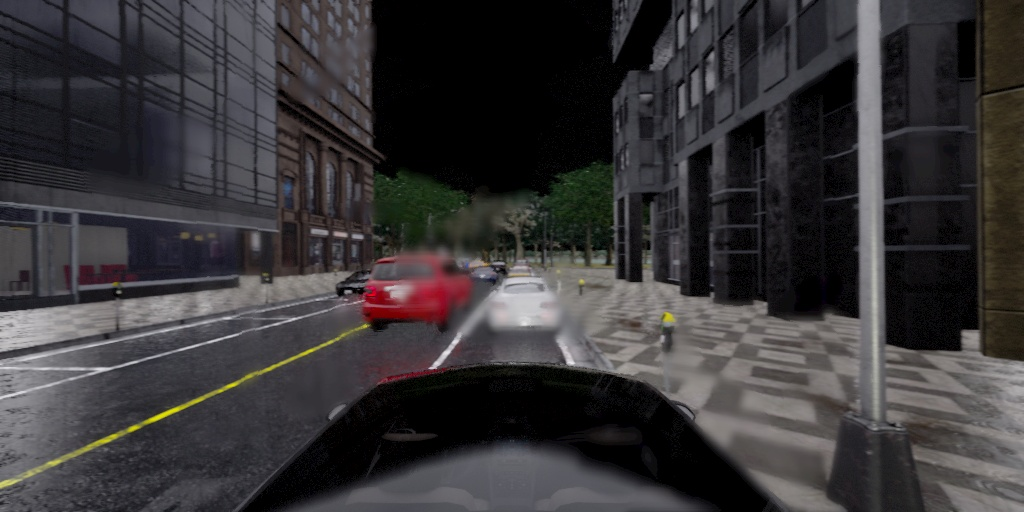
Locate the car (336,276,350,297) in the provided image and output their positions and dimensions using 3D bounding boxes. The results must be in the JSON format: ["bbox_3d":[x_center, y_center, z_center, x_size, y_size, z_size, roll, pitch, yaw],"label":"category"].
[{"bbox_3d":[-8.160,1.454,20.230,1.948,1.339,4.313,0,0,2],"label":"car"}]

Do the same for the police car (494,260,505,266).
[{"bbox_3d":[-1.555,1.339,42.770,1.930,1.638,5.238,-1,0,2],"label":"police car"}]

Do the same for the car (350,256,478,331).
[{"bbox_3d":[-2.638,1.031,11.330,2.150,2.045,5.566,-1,0,2],"label":"car"}]

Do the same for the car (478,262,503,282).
[{"bbox_3d":[-2.014,1.426,27.829,1.994,1.385,4.181,-1,0,2],"label":"car"}]

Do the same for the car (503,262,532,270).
[{"bbox_3d":[0.569,1.354,25.513,1.751,1.417,4.829,0,0,2],"label":"car"}]

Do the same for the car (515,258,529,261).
[{"bbox_3d":[0.971,1.306,36.211,1.967,1.591,4.097,0,0,2],"label":"car"}]

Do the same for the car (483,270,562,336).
[{"bbox_3d":[0.382,1.302,10.419,1.812,1.442,4.674,-1,0,2],"label":"car"}]
